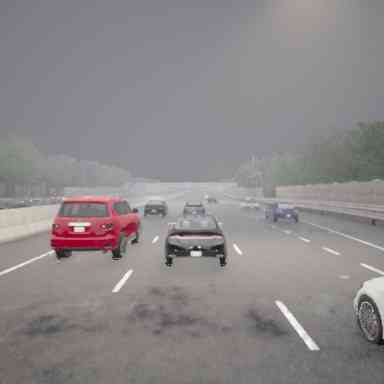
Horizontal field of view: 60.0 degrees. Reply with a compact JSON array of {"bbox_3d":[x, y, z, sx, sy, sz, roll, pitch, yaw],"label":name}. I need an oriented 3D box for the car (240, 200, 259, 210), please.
[{"bbox_3d":[7.275,1.618,42.561,1.895,1.301,4.718,0,0,1],"label":"car"}]

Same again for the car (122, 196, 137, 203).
[{"bbox_3d":[-13.445,1.565,72.016,2.033,1.411,5.357,0,0,1],"label":"car"}]

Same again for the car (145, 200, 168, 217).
[{"bbox_3d":[-3.286,1.477,31.173,1.882,1.535,5.008,0,0,0],"label":"car"}]

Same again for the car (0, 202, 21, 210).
[{"bbox_3d":[-17.475,1.599,31.949,1.895,1.301,4.718,0,0,0],"label":"car"}]

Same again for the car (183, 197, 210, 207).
[{"bbox_3d":[0.204,1.489,29.602,2.128,1.511,4.902,0,0,0],"label":"car"}]

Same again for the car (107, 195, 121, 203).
[{"bbox_3d":[-16.938,1.498,72.488,1.882,1.535,5.008,0,0,1],"label":"car"}]

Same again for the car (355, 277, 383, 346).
[{"bbox_3d":[3.503,1.523,3.383,1.812,1.442,4.674,0,0,0],"label":"car"}]

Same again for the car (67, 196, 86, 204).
[{"bbox_3d":[-23.990,1.573,69.057,2.128,1.511,4.902,0,0,1],"label":"car"}]

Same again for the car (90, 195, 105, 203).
[{"bbox_3d":[-20.444,1.501,72.126,1.882,1.535,5.008,0,0,1],"label":"car"}]

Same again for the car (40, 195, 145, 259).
[{"bbox_3d":[-3.377,1.212,12.675,2.150,2.045,5.566,0,0,0],"label":"car"}]

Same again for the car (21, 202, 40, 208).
[{"bbox_3d":[-13.976,1.562,31.608,1.994,1.385,4.181,0,0,0],"label":"car"}]

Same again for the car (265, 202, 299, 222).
[{"bbox_3d":[6.973,1.521,26.039,1.812,1.442,4.674,0,0,2],"label":"car"}]

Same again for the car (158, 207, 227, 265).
[{"bbox_3d":[0.121,1.483,11.580,2.128,1.511,4.902,0,0,0],"label":"car"}]

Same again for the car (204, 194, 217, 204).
[{"bbox_3d":[3.993,1.557,67.561,1.837,1.490,4.892,0,0,1],"label":"car"}]
